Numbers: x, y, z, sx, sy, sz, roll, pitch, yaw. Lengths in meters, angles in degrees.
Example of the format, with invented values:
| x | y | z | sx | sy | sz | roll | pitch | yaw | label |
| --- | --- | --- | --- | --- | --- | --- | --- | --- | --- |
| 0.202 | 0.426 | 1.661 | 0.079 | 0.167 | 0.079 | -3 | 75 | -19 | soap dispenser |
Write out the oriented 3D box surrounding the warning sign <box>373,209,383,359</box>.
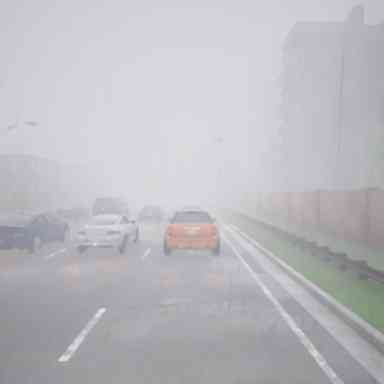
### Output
| x | y | z | sx | sy | sz | roll | pitch | yaw | label |
| --- | --- | --- | --- | --- | --- | --- | --- | --- | --- |
| 3.047 | 1.153 | 3.874 | 1.300 | 1.860 | 1.060 | 0 | -1 | 0 | warning sign |

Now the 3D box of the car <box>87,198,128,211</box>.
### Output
| x | y | z | sx | sy | sz | roll | pitch | yaw | label |
| --- | --- | --- | --- | --- | --- | --- | --- | --- | --- |
| -7.021 | 1.491 | 29.016 | 2.150 | 2.045 | 5.566 | 0 | 0 | 0 | car |

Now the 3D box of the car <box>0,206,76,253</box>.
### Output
| x | y | z | sx | sy | sz | roll | pitch | yaw | label |
| --- | --- | --- | --- | --- | --- | --- | --- | --- | --- |
| -7.006 | 1.616 | 14.468 | 1.882 | 1.535 | 5.008 | 0 | 0 | 0 | car |

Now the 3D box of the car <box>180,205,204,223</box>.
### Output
| x | y | z | sx | sy | sz | roll | pitch | yaw | label |
| --- | --- | --- | --- | --- | --- | --- | --- | --- | --- |
| -0.021 | 1.876 | 29.105 | 1.895 | 1.301 | 4.718 | 0 | -1 | 0 | car |

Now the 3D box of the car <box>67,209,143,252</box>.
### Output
| x | y | z | sx | sy | sz | roll | pitch | yaw | label |
| --- | --- | --- | --- | --- | --- | --- | --- | --- | --- |
| -3.507 | 1.662 | 14.367 | 1.812 | 1.442 | 4.674 | 0 | 0 | 0 | car |

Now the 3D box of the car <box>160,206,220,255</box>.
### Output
| x | y | z | sx | sy | sz | roll | pitch | yaw | label |
| --- | --- | --- | --- | --- | --- | --- | --- | --- | --- |
| -0.008 | 1.484 | 14.083 | 2.097 | 1.767 | 4.553 | 0 | -1 | 0 | car |

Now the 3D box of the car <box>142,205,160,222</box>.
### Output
| x | y | z | sx | sy | sz | roll | pitch | yaw | label |
| --- | --- | --- | --- | --- | --- | --- | --- | --- | --- |
| -3.519 | 1.841 | 29.274 | 1.994 | 1.385 | 4.181 | 0 | 0 | 0 | car |

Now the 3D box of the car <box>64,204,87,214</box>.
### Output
| x | y | z | sx | sy | sz | roll | pitch | yaw | label |
| --- | --- | --- | --- | --- | --- | --- | --- | --- | --- |
| -10.518 | 1.804 | 29.371 | 1.812 | 1.442 | 4.674 | 0 | 0 | 0 | car |
